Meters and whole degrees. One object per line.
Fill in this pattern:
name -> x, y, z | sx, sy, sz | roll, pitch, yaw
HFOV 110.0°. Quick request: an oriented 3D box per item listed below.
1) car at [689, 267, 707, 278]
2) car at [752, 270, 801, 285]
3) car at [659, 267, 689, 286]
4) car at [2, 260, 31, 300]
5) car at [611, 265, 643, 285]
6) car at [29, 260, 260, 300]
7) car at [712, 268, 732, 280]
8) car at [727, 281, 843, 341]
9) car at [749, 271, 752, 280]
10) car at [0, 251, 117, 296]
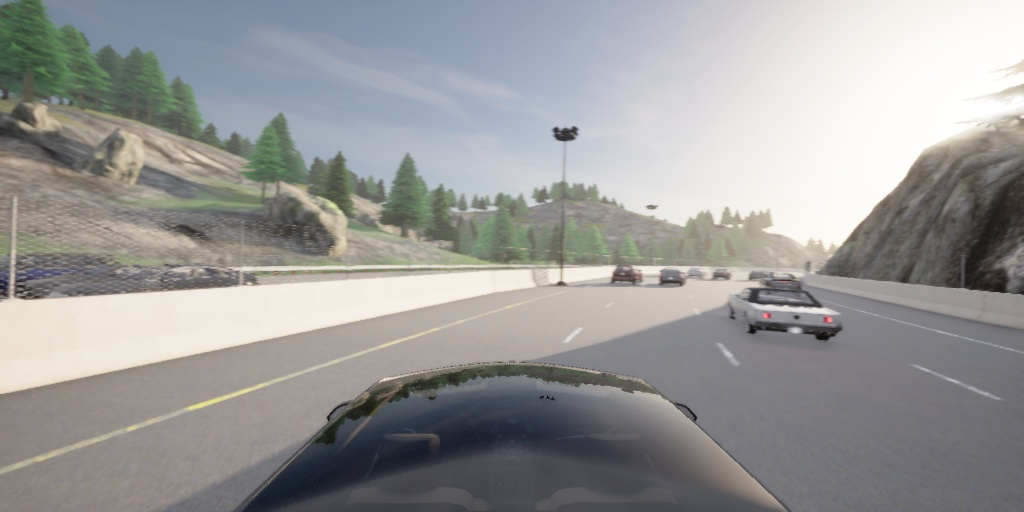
car -> 25.584, 2.272, 49.709 | 1.812, 1.442, 4.674 | 1, 0, 36
car -> 18.297, 1.893, 24.623 | 2.128, 1.511, 4.902 | 1, 0, 28
car -> 14.497, 1.897, 32.274 | 1.994, 1.385, 4.181 | 1, 0, 29
car -> -14.008, 0.970, 12.700 | 1.994, 1.385, 4.181 | 2, 0, 21
car -> 10.291, 1.561, 31.861 | 2.097, 1.767, 4.553 | 2, 0, 28
car -> -10.784, 0.983, 11.351 | 2.128, 1.511, 4.902 | 2, 0, 21
car -> 27.454, 2.332, 46.839 | 2.033, 1.411, 5.357 | 1, 0, 36
car -> 8.085, 1.635, 11.175 | 1.895, 1.301, 4.718 | 1, 0, 23
car -> 32.058, 2.480, 46.682 | 1.994, 1.385, 4.181 | 1, 0, 37
car -> -17.591, 0.657, 13.073 | 2.097, 1.767, 4.553 | 2, 0, 20
